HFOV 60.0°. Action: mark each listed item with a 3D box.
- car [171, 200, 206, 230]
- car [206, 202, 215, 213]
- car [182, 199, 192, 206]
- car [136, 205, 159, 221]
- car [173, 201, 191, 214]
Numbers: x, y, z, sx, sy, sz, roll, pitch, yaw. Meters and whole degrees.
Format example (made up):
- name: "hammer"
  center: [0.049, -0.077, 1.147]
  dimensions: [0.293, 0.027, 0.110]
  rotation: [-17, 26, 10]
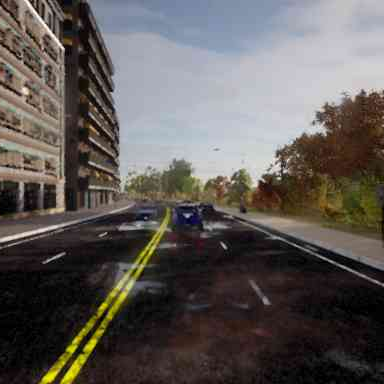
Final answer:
- name: "car"
  center: [-0.371, 1.630, 23.647]
  dimensions: [2.097, 1.767, 4.553]
  rotation: [0, -1, -2]
- name: "car"
  center: [1.857, 2.055, 44.104]
  dimensions: [2.033, 1.411, 5.357]
  rotation: [0, -1, -4]
- name: "car"
  center: [-1.213, 2.419, 76.912]
  dimensions: [1.994, 1.385, 4.181]
  rotation: [0, -1, -7]
- name: "car"
  center: [-4.104, 1.918, 31.445]
  dimensions: [2.033, 1.411, 5.357]
  rotation: [0, -1, -2]
- name: "car"
  center: [-1.335, 1.990, 43.011]
  dimensions: [2.128, 1.511, 4.902]
  rotation: [0, -1, -4]
